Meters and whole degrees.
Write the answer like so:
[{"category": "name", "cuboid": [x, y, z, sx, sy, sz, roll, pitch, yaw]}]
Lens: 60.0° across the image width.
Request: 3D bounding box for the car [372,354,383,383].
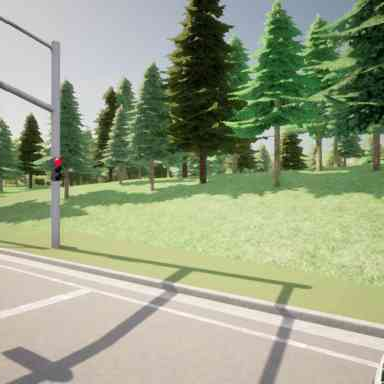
[{"category": "car", "cuboid": [3.381, 1.352, 1.583, 4.553, 1.767, 2.097, 0, 0, 35]}]
